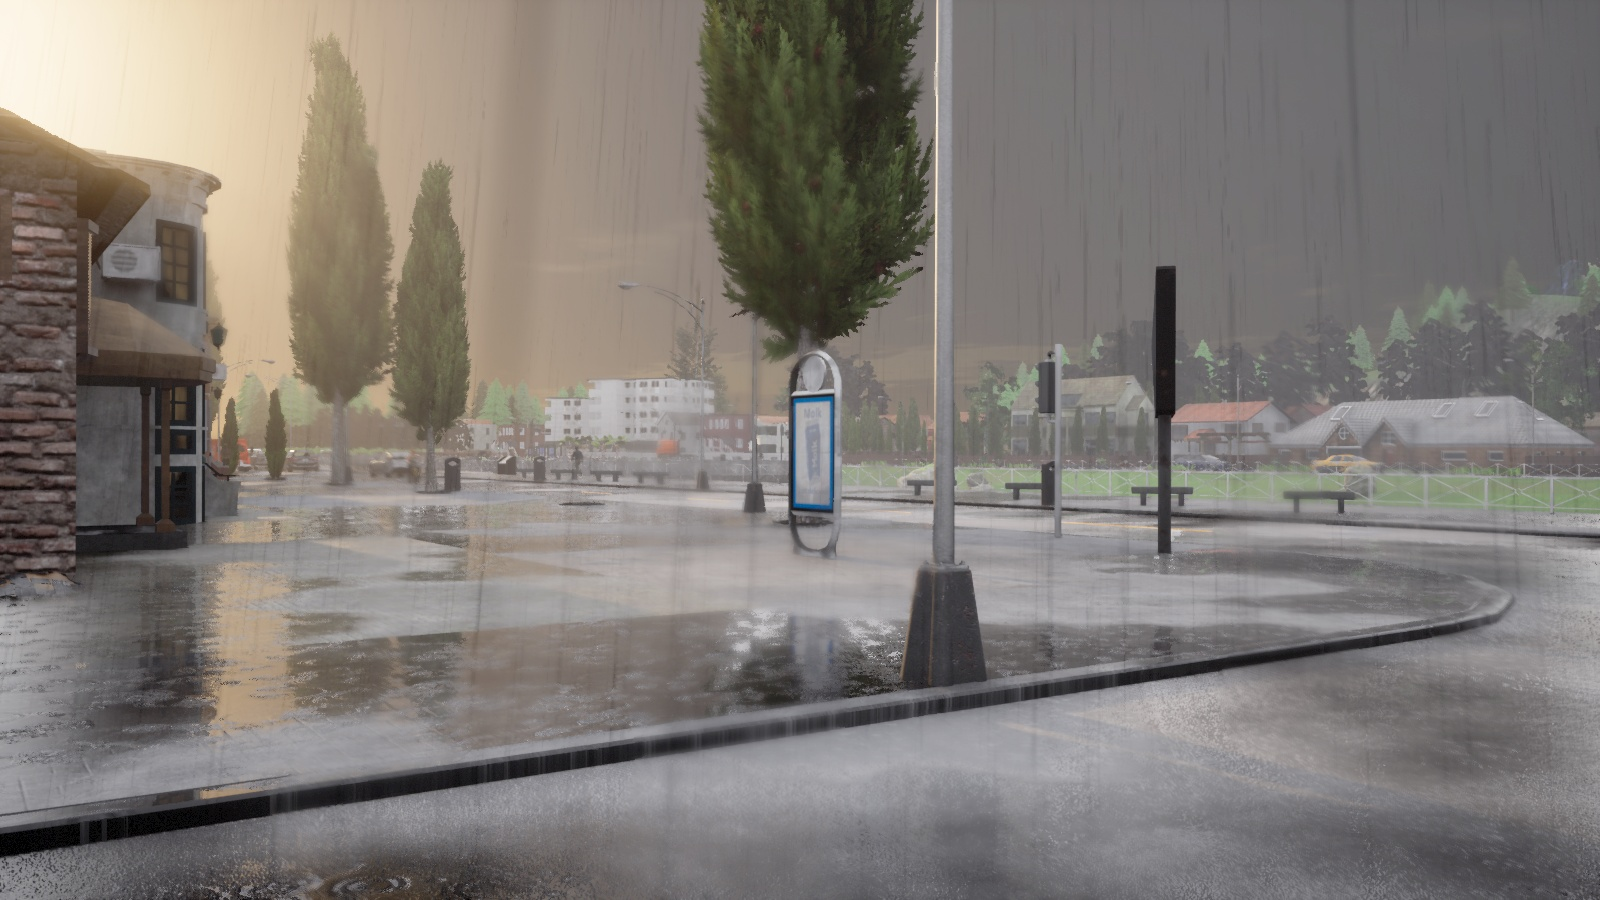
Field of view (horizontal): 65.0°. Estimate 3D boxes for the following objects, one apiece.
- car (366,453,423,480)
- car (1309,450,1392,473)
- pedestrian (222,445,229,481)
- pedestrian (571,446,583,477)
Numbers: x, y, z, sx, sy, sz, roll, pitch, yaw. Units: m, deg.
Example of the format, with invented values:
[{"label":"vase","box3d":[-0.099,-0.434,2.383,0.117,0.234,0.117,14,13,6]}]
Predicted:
[{"label":"car","box3d":[-23.877,0.923,73.814,2.007,1.525,4.514,0,0,-34]},{"label":"car","box3d":[39.561,0.821,90.372,1.801,1.575,5.366,0,0,-34]},{"label":"pedestrian","box3d":[-30.211,0.680,66.062,0.331,1.846,0.634,0,0,-24]},{"label":"pedestrian","box3d":[-12.960,0.661,73.073,0.370,1.835,0.726,0,0,-38]}]
